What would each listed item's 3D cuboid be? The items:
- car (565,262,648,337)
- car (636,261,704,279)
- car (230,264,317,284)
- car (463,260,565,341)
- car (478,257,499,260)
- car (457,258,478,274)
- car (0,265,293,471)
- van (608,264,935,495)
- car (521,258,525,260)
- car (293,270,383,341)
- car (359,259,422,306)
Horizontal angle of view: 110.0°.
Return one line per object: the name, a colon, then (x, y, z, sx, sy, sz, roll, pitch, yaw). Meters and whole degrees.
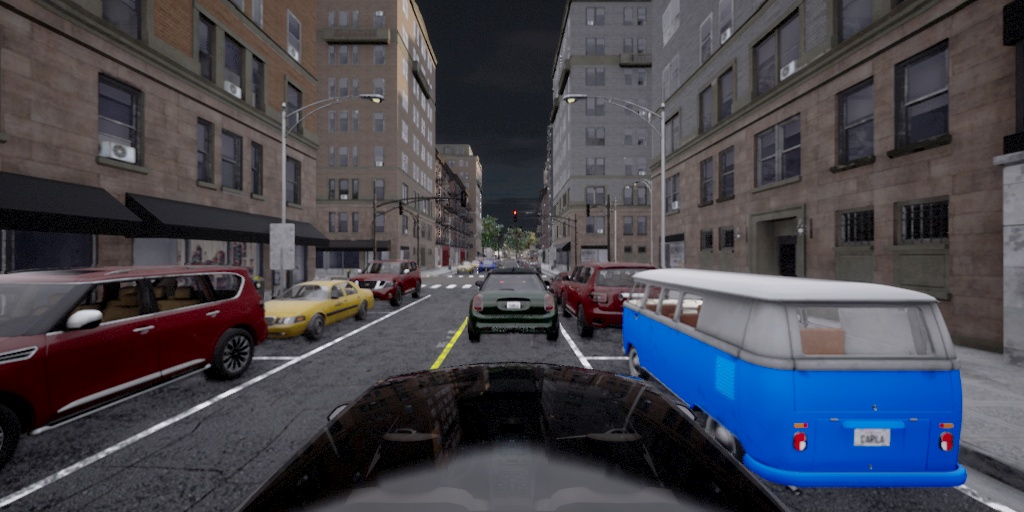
car: (2.624, 1.069, 10.154, 2.192, 1.841, 5.009, 0, 0, 0)
car: (13.580, 1.184, 31.006, 4.902, 1.511, 2.128, -1, 0, 0)
car: (-18.471, 1.384, 27.957, 5.357, 1.411, 2.033, 0, 0, 0)
car: (0.020, 1.106, 10.031, 2.097, 1.767, 4.553, 0, 0, 0)
car: (-2.912, 1.247, 43.075, 1.882, 1.535, 5.008, 0, 0, 0)
car: (-5.484, 1.295, 42.658, 1.751, 1.417, 4.829, 0, 0, 0)
car: (-5.402, 1.066, 4.464, 2.192, 1.841, 5.009, 0, 0, 0)
van: (2.634, 1.092, 4.475, 1.690, 1.789, 3.998, 0, 0, 0)
car: (2.560, 1.317, 48.323, 1.888, 1.381, 4.507, 0, 0, 0)
car: (-5.413, 1.279, 9.971, 1.751, 1.417, 4.829, 0, 0, 0)
car: (-5.424, 1.071, 15.820, 2.192, 1.841, 5.009, 0, 0, 0)
